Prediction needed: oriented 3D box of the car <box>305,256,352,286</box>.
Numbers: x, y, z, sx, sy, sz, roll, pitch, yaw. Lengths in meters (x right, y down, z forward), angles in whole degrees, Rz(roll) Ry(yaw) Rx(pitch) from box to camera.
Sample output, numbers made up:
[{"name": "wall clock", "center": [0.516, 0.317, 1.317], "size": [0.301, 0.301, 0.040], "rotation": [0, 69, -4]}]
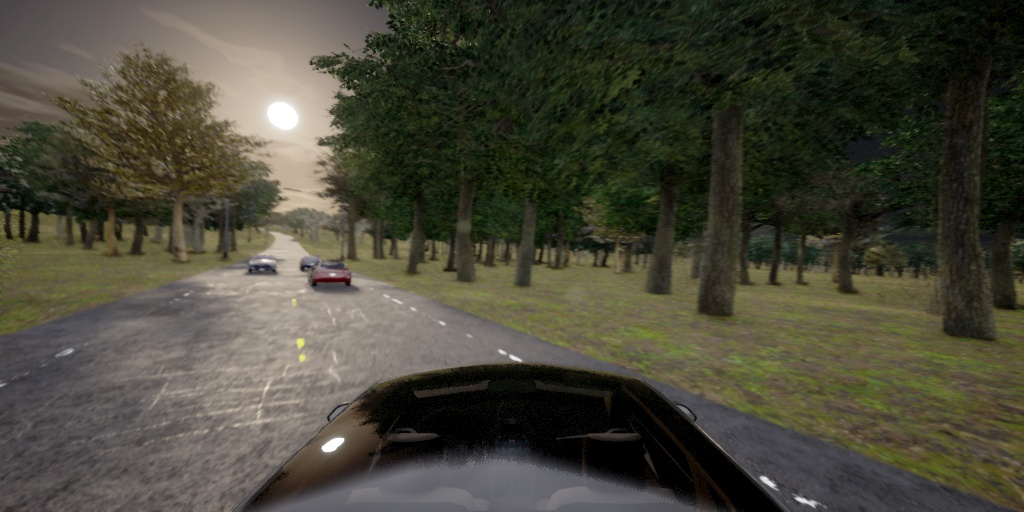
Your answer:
[{"name": "car", "center": [-10.474, 0.895, 20.575], "size": [1.994, 1.385, 4.181], "rotation": [2, 0, -32]}]

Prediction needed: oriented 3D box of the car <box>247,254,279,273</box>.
[{"name": "car", "center": [-19.432, 0.545, 28.111], "size": [2.033, 1.411, 5.357], "rotation": [2, 0, -32]}]

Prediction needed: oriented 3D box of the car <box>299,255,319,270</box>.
[{"name": "car", "center": [-19.110, 0.595, 34.303], "size": [1.994, 1.385, 4.181], "rotation": [2, 0, -32]}]
